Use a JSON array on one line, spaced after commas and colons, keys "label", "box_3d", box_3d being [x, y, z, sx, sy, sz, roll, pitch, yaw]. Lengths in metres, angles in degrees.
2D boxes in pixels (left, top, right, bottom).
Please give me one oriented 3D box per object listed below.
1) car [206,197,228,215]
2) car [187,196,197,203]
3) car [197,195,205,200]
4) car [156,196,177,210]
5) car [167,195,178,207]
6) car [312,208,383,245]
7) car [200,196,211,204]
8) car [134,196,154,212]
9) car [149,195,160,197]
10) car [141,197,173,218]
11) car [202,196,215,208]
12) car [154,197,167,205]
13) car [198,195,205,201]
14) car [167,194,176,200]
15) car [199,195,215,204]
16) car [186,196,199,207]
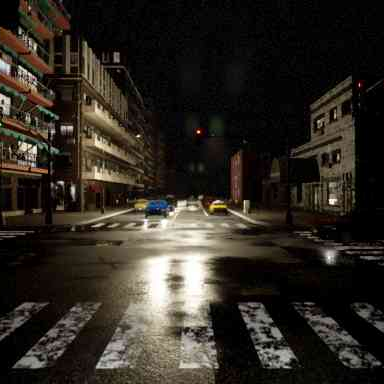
[{"label": "car", "box_3d": [2.652, 1.544, 33.983, 1.752, 1.417, 4.829, 0, 0, 0]}, {"label": "car", "box_3d": [-0.038, 1.613, 70.627, 2.033, 1.411, 5.357, 0, 0, 0]}, {"label": "car", "box_3d": [2.578, 1.670, 94.744, 2.008, 1.369, 4.403, 0, 0, 0]}, {"label": "car", "box_3d": [-3.130, 1.550, 39.950, 1.812, 1.442, 4.674, 0, 0, 0]}, {"label": "car", "box_3d": [-3.135, 1.541, 50.018, 1.837, 1.490, 4.892, 0, 0, 0]}, {"label": "car", "box_3d": [8.067, 1.516, 15.307, 5.008, 1.535, 1.882, 0, 0, -6]}, {"label": "car", "box_3d": [2.612, 1.612, 67.048, 2.008, 1.369, 4.403, 0, 0, 0]}, {"label": "car", "box_3d": [-5.735, 1.549, 39.171, 1.752, 1.417, 4.829, 0, 0, 0]}, {"label": "car", "box_3d": [-5.748, 1.351, 50.420, 2.192, 1.841, 5.009, 0, 0, 0]}, {"label": "car", "box_3d": [-3.136, 1.493, 30.672, 1.882, 1.535, 5.008, 0, 0, 0]}, {"label": "car", "box_3d": [2.639, 1.611, 44.891, 1.802, 1.307, 4.206, 0, 0, 0]}, {"label": "car", "box_3d": [-5.762, 1.603, 61.498, 2.008, 1.369, 4.403, 0, 0, 0]}, {"label": "car", "box_3d": [2.584, 1.632, 89.375, 1.752, 1.417, 4.829, 0, 0, 0]}, {"label": "car", "box_3d": [-5.802, 1.434, 94.734, 2.192, 1.841, 5.009, 0, 0, 0]}, {"label": "car", "box_3d": [2.633, 1.351, 50.431, 2.192, 1.841, 5.009, 0, 0, 0]}, {"label": "car", "box_3d": [0.042, 1.640, 52.433, 1.895, 1.301, 4.718, 0, 0, 0]}]
